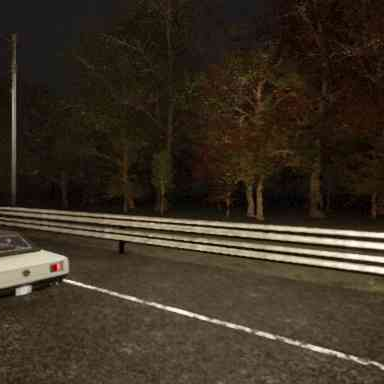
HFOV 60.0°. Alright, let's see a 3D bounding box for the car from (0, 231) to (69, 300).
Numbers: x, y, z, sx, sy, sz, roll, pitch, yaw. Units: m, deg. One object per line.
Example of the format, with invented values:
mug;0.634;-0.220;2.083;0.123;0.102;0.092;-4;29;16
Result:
car;-4.950;1.537;7.499;4.718;1.301;1.895;1;0;35
